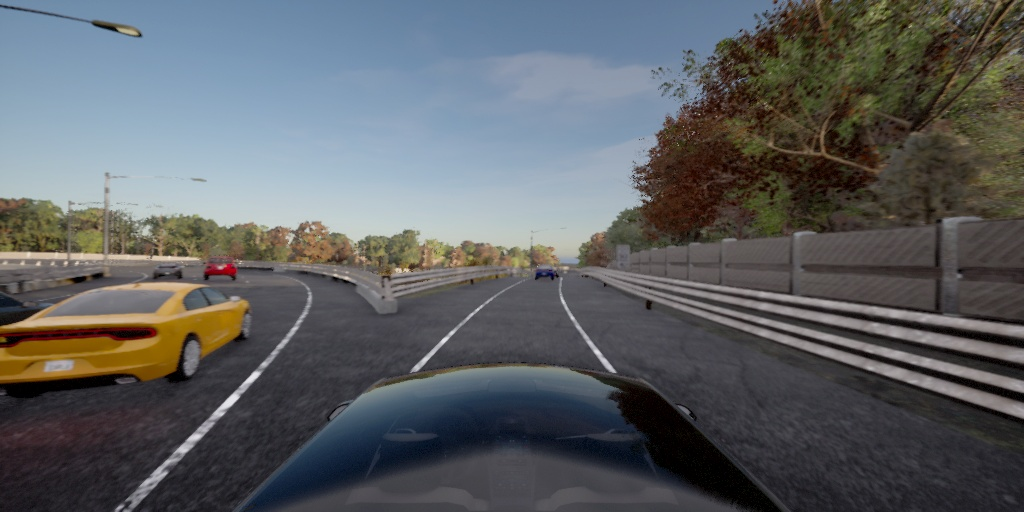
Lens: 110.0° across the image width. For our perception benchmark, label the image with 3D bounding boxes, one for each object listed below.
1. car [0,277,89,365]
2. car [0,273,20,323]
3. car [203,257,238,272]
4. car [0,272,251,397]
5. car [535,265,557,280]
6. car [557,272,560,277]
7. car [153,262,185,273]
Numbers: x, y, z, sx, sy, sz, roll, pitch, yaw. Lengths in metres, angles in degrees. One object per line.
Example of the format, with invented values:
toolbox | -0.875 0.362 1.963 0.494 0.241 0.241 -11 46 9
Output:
car | -10.082 1.225 6.018 1.837 1.490 4.892 1 -1 -23
car | -15.115 1.234 8.631 1.812 1.442 4.674 1 -1 -25
car | -25.627 1.066 31.560 2.150 2.045 5.566 1 -1 -39
car | -6.576 1.228 6.750 1.882 1.535 5.008 1 -1 -23
car | 3.579 1.709 38.471 1.882 1.535 5.008 0 -2 8
car | 7.367 3.161 64.099 1.837 1.490 4.892 0 -4 10
car | -31.124 1.307 32.566 2.128 1.511 4.902 1 -1 -41
